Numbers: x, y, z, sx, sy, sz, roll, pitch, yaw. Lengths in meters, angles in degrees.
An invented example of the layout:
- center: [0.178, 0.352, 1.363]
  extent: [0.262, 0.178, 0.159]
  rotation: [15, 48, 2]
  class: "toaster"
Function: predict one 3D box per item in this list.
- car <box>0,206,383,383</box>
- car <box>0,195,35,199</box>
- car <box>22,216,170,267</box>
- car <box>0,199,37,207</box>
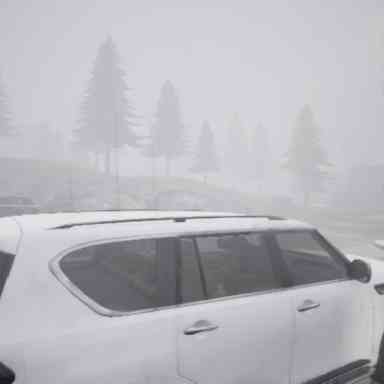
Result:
- center: [0.396, 1.229, 3.793]
  extent: [5.566, 2.045, 2.150]
  rotation: [1, 0, -32]
  class: "car"
- center: [-10.546, 1.189, 16.553]
  extent: [5.566, 2.045, 2.150]
  rotation: [0, 0, -17]
  class: "car"
- center: [-3.348, 1.604, 11.832]
  extent: [4.718, 1.301, 1.895]
  rotation: [0, 0, -24]
  class: "car"
- center: [-8.172, 1.328, 13.758]
  extent: [4.553, 1.767, 2.097]
  rotation: [0, 0, -19]
  class: "car"
